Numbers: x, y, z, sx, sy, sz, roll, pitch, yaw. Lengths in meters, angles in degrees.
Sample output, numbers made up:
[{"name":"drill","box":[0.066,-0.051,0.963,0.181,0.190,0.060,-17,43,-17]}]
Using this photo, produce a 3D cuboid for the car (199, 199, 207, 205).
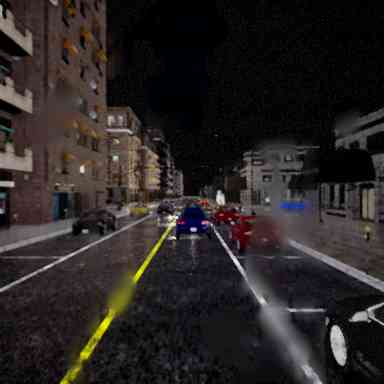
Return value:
[{"name":"car","box":[2.564,2.396,80.989,1.802,1.307,4.206,0,-1,0]}]

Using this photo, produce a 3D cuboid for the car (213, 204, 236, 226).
[{"name":"car","box":[2.646,1.787,25.733,1.887,1.381,4.507,0,-1,0]}]

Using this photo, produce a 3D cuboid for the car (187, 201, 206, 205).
[{"name":"car","box":[0.051,1.877,33.044,1.994,1.385,4.181,0,-1,0]}]

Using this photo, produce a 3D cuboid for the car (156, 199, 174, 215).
[{"name":"car","box":[-3.076,1.925,39.443,2.033,1.411,5.357,0,-1,0]}]

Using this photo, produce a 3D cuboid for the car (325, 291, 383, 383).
[{"name":"car","box":[2.681,1.579,2.948,2.008,1.369,4.403,0,-1,0]}]

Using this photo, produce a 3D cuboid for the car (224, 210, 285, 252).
[{"name":"car","box":[2.663,1.678,14.340,1.887,1.381,4.507,0,-1,0]}]

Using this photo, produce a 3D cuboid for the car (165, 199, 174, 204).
[{"name":"car","box":[-5.825,2.427,86.662,2.008,1.369,4.403,0,-1,0]}]

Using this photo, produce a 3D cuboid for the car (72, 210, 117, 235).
[{"name":"car","box":[-5.726,1.752,20.030,1.947,1.339,4.313,0,-1,0]}]

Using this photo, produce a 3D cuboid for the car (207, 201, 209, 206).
[{"name":"car","box":[2.638,1.825,31.601,1.752,1.417,4.829,0,-1,0]}]

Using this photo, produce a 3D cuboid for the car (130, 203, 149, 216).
[{"name":"car","box":[-5.751,1.878,36.949,1.752,1.417,4.829,0,-1,0]}]

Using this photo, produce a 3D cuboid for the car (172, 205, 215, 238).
[{"name":"car","box":[0.072,1.699,18.595,1.812,1.442,4.674,0,-1,0]}]

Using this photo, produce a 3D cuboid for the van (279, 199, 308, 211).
[{"name":"van","box":[14.587,1.871,47.911,3.998,1.788,1.690,0,0,-1]}]

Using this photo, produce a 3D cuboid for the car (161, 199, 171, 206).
[{"name":"car","box":[-5.808,2.301,75.269,2.008,1.369,4.403,0,-1,0]}]

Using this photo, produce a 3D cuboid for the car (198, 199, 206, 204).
[{"name":"car","box":[2.556,2.428,86.687,2.008,1.369,4.403,0,-1,0]}]

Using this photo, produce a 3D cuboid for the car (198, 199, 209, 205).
[{"name":"car","box":[2.580,2.129,69.598,1.967,1.590,4.097,0,-1,0]}]
